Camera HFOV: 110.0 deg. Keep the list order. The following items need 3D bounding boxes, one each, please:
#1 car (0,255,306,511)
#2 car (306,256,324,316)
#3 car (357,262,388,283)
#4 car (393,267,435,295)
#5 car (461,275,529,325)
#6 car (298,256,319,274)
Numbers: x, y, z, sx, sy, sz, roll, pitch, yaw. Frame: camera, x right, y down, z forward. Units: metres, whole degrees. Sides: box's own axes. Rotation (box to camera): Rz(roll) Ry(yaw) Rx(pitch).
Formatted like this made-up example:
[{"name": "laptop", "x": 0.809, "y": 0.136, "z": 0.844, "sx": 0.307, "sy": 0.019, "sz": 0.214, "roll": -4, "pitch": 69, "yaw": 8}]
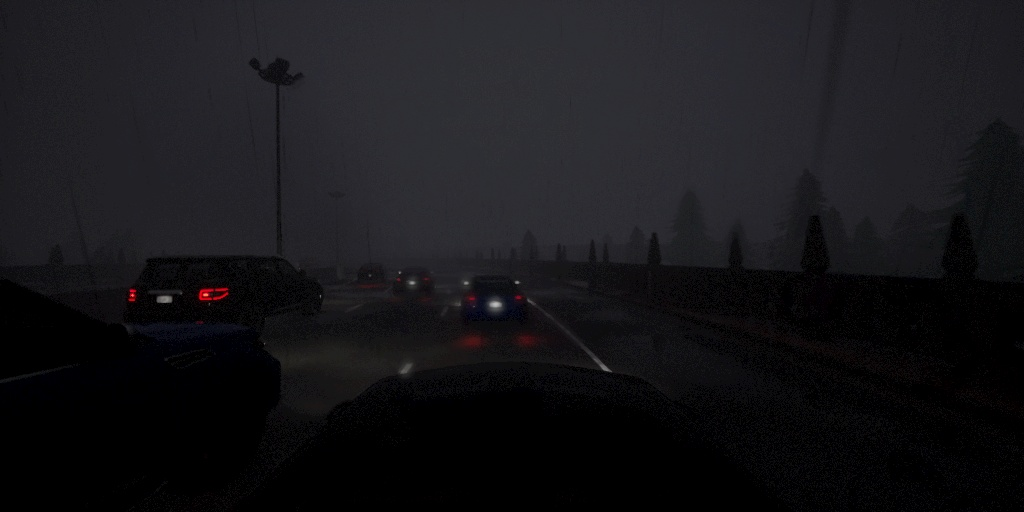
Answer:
[{"name": "car", "x": -3.512, "y": 0.984, "z": 1.399, "sx": 2.150, "sy": 2.045, "sz": 5.566, "roll": 0, "pitch": 0, "yaw": 0}, {"name": "car", "x": -7.437, "y": 0.986, "z": 10.095, "sx": 2.150, "sy": 2.045, "sz": 5.566, "roll": 0, "pitch": 0, "yaw": -5}, {"name": "car", "x": -10.875, "y": 1.239, "z": 28.183, "sx": 1.882, "sy": 1.535, "sz": 5.008, "roll": 0, "pitch": 0, "yaw": -15}, {"name": "car", "x": -5.339, "y": 1.306, "z": 19.828, "sx": 1.994, "sy": 1.385, "sz": 4.181, "roll": 0, "pitch": 0, "yaw": -11}, {"name": "car", "x": -0.637, "y": 1.296, "z": 11.778, "sx": 1.994, "sy": 1.385, "sz": 4.181, "roll": 0, "pitch": 0, "yaw": -5}, {"name": "car", "x": -25.302, "y": 1.069, "z": 44.697, "sx": 2.150, "sy": 2.045, "sz": 5.566, "roll": 0, "pitch": 0, "yaw": -28}]
